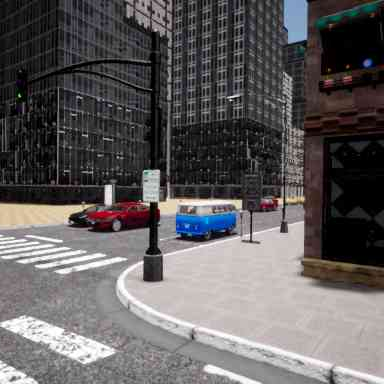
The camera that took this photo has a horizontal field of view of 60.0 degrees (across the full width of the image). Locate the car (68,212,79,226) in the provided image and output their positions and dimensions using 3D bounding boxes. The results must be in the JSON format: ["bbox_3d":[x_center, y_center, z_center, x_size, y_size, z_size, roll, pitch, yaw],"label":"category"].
[{"bbox_3d":[-5.980,1.467,21.897,1.947,1.339,4.313,1,1,35],"label":"car"}]

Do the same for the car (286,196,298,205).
[{"bbox_3d":[16.414,1.364,53.285,1.752,1.417,4.829,1,1,36],"label":"car"}]

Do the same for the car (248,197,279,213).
[{"bbox_3d":[7.752,1.505,36.671,1.895,1.301,4.718,1,1,36],"label":"car"}]

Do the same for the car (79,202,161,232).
[{"bbox_3d":[-3.993,1.418,20.215,1.882,1.535,5.008,1,1,34],"label":"car"}]

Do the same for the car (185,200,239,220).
[{"bbox_3d":[1.865,1.469,28.430,2.033,1.411,5.357,1,1,36],"label":"car"}]

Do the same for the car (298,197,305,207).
[{"bbox_3d":[15.626,1.429,42.313,2.128,1.511,4.902,1,1,36],"label":"car"}]

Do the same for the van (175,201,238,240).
[{"bbox_3d":[0.845,1.368,17.027,1.690,1.788,3.998,1,1,35],"label":"van"}]
